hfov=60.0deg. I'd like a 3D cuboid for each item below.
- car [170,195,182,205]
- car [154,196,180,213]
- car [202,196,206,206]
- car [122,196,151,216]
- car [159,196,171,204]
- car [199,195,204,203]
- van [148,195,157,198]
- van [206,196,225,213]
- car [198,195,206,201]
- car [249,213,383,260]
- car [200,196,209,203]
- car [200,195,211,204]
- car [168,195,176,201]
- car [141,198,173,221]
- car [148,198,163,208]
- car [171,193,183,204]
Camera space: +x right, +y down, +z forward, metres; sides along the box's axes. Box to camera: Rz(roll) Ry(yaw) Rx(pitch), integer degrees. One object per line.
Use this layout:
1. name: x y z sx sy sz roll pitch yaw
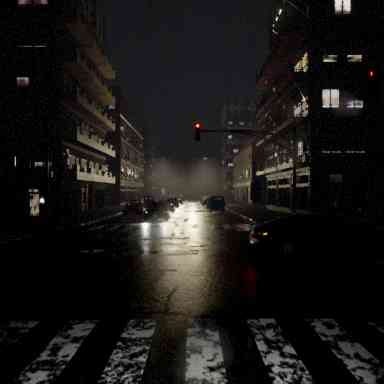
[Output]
1. car: -2.791 1.513 46.998 1.812 1.442 4.674 0 0 0
2. car: -2.811 1.538 37.086 2.033 1.411 5.357 0 0 0
3. car: 2.704 1.533 43.126 1.887 1.381 4.507 0 0 0
4. car: -5.411 1.433 31.970 1.967 1.590 4.097 0 0 0
5. car: -5.248 1.525 65.459 1.887 1.381 4.507 0 0 0
6. car: 2.623 1.551 54.288 1.947 1.339 4.313 0 0 0
7. van: -5.365 1.330 43.134 1.690 1.788 3.998 0 0 0
8. van: 2.733 1.332 36.922 1.690 1.788 3.998 0 0 0
9. car: 2.655 1.529 87.777 1.947 1.339 4.313 0 0 0
10. car: 4.351 1.448 11.519 4.674 1.442 1.812 -1 0 0
11. car: 2.638 1.521 71.032 1.887 1.381 4.507 0 0 0
12. car: 2.632 1.420 65.451 1.967 1.590 4.097 0 0 0
13. car: -5.225 1.514 87.785 2.008 1.369 4.403 0 0 0
14. car: -2.809 1.520 27.440 1.812 1.442 4.674 0 0 -1
15. car: -5.313 1.569 48.715 1.802 1.307 4.206 0 0 0
16. car: -2.740 1.208 58.187 2.150 2.045 5.566 0 0 0
